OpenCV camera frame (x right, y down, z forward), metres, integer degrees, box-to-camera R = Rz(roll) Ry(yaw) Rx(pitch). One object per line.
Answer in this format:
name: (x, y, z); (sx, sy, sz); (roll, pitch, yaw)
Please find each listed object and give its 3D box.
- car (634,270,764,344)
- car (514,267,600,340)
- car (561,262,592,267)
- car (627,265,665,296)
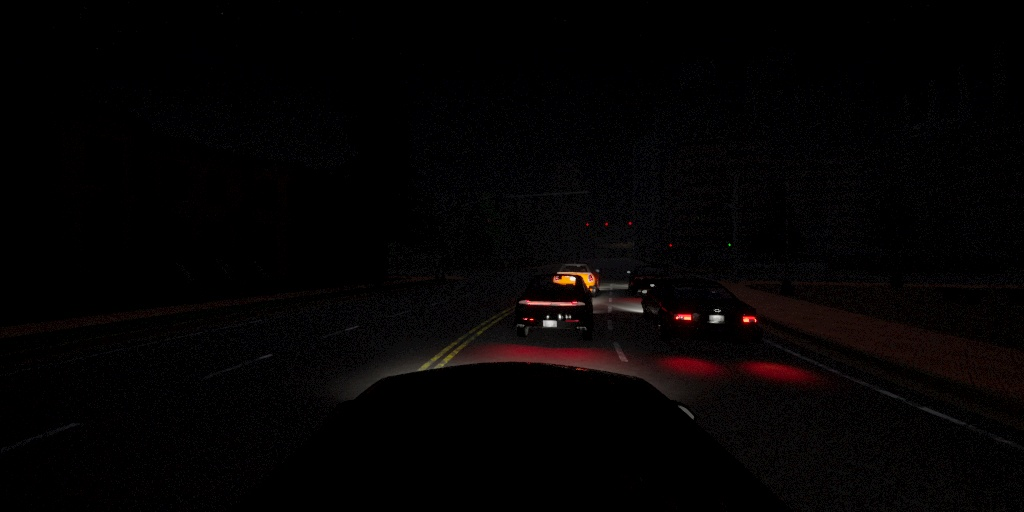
car: (4.696, 1.297, 9.647); (2.033, 1.411, 5.357); (0, 0, 13)
car: (1.323, 1.242, 10.076); (2.128, 1.511, 4.902); (0, 0, 12)
car: (3.487, 1.102, 18.963); (2.097, 1.767, 4.553); (0, 0, 16)
car: (7.254, 1.228, 19.135); (1.882, 1.535, 5.008); (0, 0, 16)
